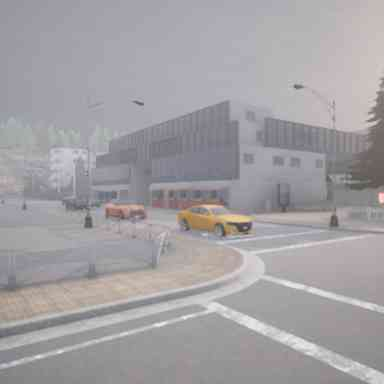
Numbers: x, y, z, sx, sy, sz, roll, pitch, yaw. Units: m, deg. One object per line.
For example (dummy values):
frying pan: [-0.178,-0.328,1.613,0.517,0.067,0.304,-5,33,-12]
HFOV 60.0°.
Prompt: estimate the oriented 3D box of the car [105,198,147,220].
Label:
car: [-5.493,1.318,27.450,2.097,1.767,4.553,0,0,-35]

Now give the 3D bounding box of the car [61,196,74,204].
car: [-20.103,1.466,54.738,1.837,1.490,4.892,0,0,-35]

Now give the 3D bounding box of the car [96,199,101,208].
car: [-14.395,1.508,46.623,2.033,1.411,5.357,0,0,-34]

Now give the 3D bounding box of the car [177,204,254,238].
car: [1.129,1.445,17.953,1.882,1.535,5.008,0,0,-35]

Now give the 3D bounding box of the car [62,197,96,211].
car: [-13.058,1.568,38.338,1.895,1.301,4.718,0,0,-35]

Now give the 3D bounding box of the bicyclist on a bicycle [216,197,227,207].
bicyclist on a bicycle: [2.624,1.256,28.885,1.656,1.620,0.582,0,0,-35]
